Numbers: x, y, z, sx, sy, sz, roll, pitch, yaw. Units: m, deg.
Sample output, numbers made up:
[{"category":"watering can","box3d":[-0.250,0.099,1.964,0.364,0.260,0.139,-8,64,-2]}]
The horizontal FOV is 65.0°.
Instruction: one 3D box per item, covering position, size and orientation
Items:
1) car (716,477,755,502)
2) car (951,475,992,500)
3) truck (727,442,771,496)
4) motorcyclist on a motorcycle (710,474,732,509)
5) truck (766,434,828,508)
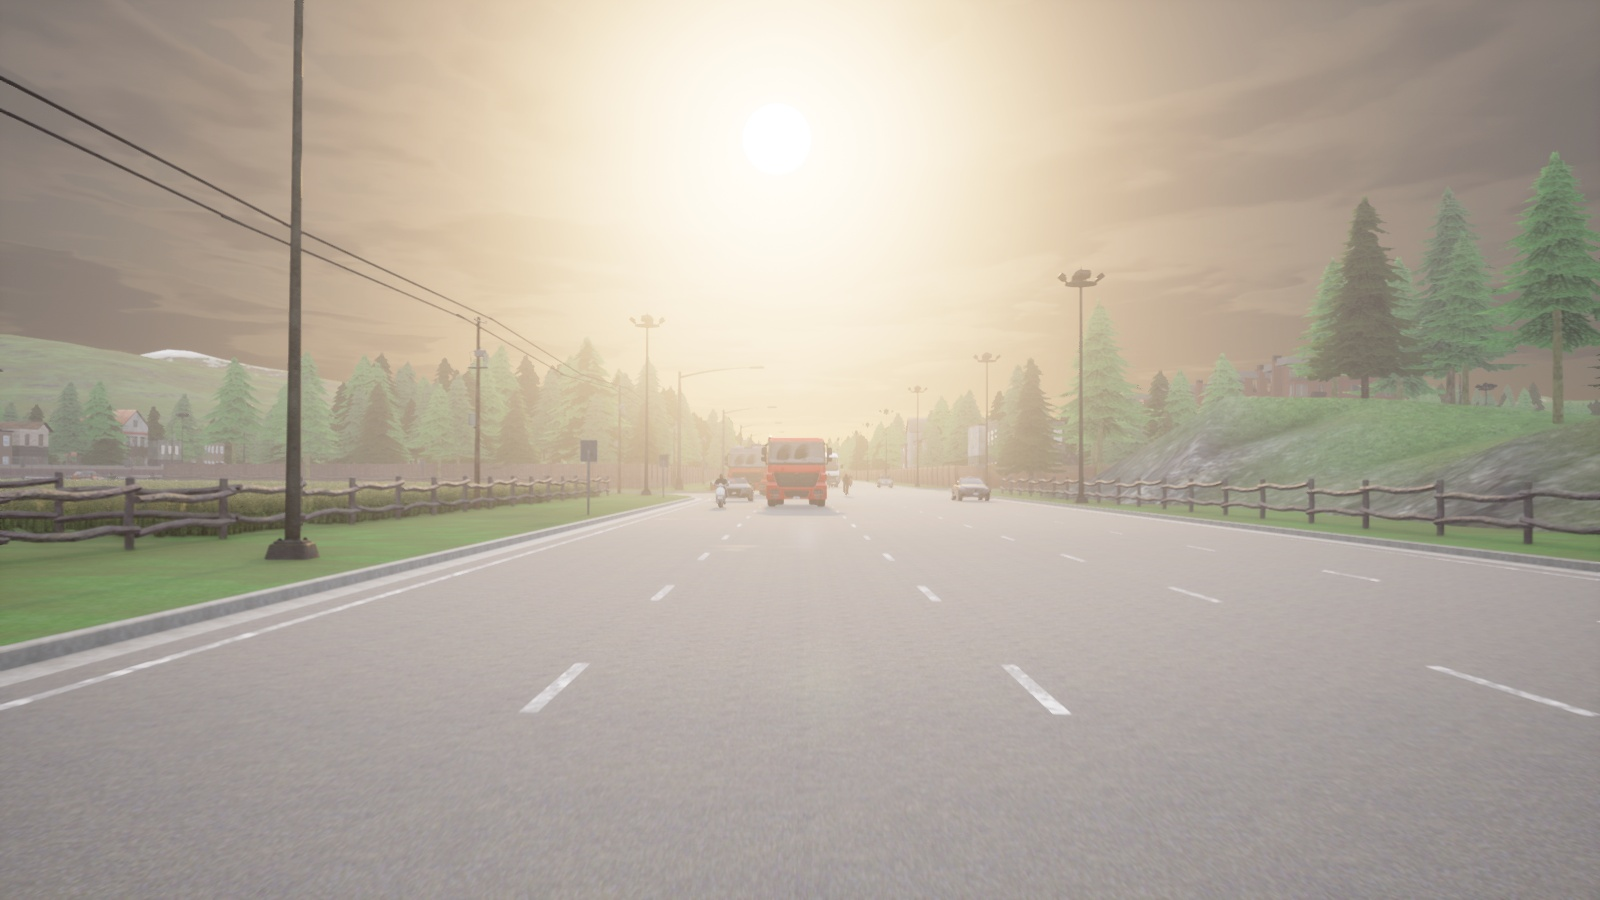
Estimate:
[{"category":"car","box3d":[-3.679,2.279,72.353,1.994,1.385,4.181,0,-1,0]},{"category":"car","box3d":[10.313,2.248,75.666,1.812,1.442,4.674,0,-1,0]},{"category":"truck","box3d":[-3.736,1.454,93.474,2.891,3.827,8.468,0,-1,0]},{"category":"motorcyclist on a motorcycle","box3d":[-3.644,1.894,57.999,0.866,1.590,1.817,0,-1,0]},{"category":"truck","box3d":[-0.160,1.040,62.959,2.891,3.462,7.936,0,-1,0]}]
